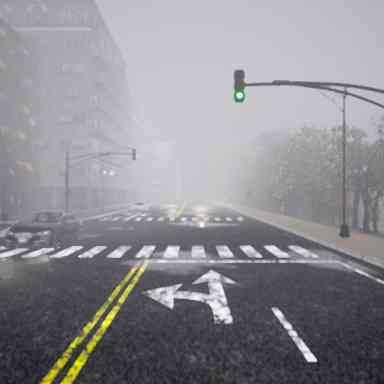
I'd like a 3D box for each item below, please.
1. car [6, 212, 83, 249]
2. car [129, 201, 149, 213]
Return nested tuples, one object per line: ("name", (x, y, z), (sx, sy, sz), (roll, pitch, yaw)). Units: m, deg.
("car", (-6.490, 1.666, 15.204), (2.128, 1.511, 4.902), (0, -2, 0))
("car", (-6.458, 1.894, 41.183), (1.812, 1.442, 4.674), (0, 1, 0))
